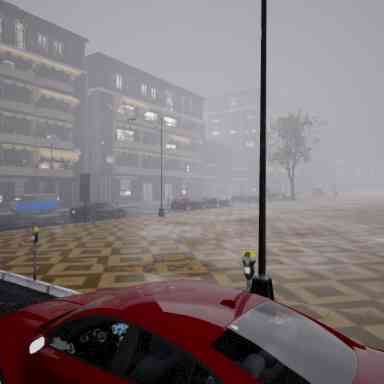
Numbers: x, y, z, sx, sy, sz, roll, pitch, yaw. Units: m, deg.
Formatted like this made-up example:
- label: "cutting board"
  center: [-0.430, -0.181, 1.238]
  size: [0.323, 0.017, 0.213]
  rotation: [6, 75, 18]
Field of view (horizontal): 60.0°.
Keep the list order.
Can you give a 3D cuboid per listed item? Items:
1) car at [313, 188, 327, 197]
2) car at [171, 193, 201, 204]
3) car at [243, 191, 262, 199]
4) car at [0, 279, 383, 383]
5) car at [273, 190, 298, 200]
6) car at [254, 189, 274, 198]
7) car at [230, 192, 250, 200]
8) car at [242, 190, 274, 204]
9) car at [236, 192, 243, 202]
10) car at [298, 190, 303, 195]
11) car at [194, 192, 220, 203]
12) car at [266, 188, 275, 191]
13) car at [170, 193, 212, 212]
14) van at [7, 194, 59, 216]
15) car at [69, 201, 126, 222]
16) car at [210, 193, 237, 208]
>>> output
- label: "car"
  center: [29.099, 0.008, 75.579]
  size: [2.150, 2.045, 5.566]
  rotation: [1, 1, 35]
- label: "car"
  center: [-0.791, 0.910, 46.811]
  size: [1.947, 1.339, 4.313]
  rotation: [2, 2, 35]
- label: "car"
  center: [11.848, 0.525, 64.947]
  size: [1.752, 1.417, 4.829]
  rotation: [2, 2, 35]
- label: "car"
  center: [-0.310, 1.544, 3.090]
  size: [4.507, 1.381, 1.887]
  rotation: [0, 0, 36]
- label: "car"
  center: [15.734, 0.675, 55.866]
  size: [1.752, 1.417, 4.829]
  rotation: [2, 2, 35]
- label: "car"
  center: [15.132, 0.227, 69.650]
  size: [2.192, 1.841, 5.009]
  rotation: [2, 2, 35]
- label: "car"
  center: [8.761, 0.649, 60.519]
  size: [1.947, 1.339, 4.313]
  rotation: [2, 2, 35]
- label: "car"
  center: [9.268, 0.876, 46.589]
  size: [2.008, 1.369, 4.403]
  rotation: [2, 2, 35]
- label: "car"
  center: [7.360, 0.788, 48.472]
  size: [2.128, 1.511, 4.902]
  rotation: [1, 1, 34]
- label: "car"
  center: [27.865, 0.114, 87.932]
  size: [1.887, 1.381, 4.507]
  rotation: [2, 2, 35]
- label: "car"
  center: [2.393, 0.808, 51.380]
  size: [2.008, 1.369, 4.403]
  rotation: [2, 2, 35]
- label: "car"
  center: [13.242, 0.357, 57.011]
  size: [2.150, 2.045, 5.566]
  rotation: [1, 1, 35]
- label: "car"
  center: [-0.284, 1.132, 32.881]
  size: [1.887, 1.381, 4.507]
  rotation: [2, 2, 35]
- label: "van"
  center: [-13.524, 1.035, 28.530]
  size: [1.690, 1.788, 3.998]
  rotation: [2, 2, 35]
- label: "car"
  center: [-6.651, 1.329, 23.745]
  size: [1.947, 1.339, 4.313]
  rotation: [2, 2, 35]
- label: "car"
  center: [2.900, 1.050, 37.451]
  size: [2.008, 1.369, 4.403]
  rotation: [2, 2, 35]
